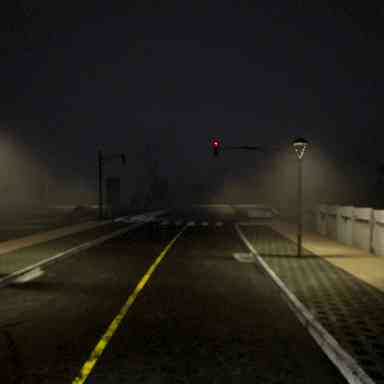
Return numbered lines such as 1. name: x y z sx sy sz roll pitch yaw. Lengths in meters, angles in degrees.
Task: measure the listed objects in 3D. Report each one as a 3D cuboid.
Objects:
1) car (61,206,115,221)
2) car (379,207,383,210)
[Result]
1. car: -9.901 1.967 31.784 4.718 1.301 1.895 0 2 8
2. car: 18.436 1.599 27.866 5.008 1.535 1.882 0 2 8
